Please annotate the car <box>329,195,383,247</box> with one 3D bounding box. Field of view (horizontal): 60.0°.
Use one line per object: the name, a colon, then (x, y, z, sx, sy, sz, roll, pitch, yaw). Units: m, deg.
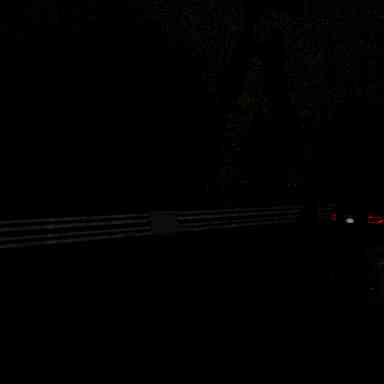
car: (7.968, 1.120, 13.663, 5.566, 2.045, 2.150, -1, 0, -35)
